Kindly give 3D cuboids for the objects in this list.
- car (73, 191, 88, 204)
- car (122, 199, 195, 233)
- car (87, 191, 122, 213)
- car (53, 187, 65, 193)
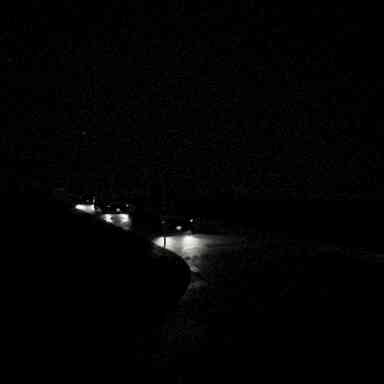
[{"bbox_3d":[-12.120,0.585,37.428,1.895,1.301,4.718,0,2,-27],"label":"car"},{"bbox_3d":[-1.801,1.169,17.533,2.033,1.411,5.357,0,2,-28],"label":"car"},{"bbox_3d":[-6.690,0.862,26.943,2.033,1.411,5.357,0,2,-28],"label":"car"},{"bbox_3d":[-33.627,-0.445,84.981,1.812,1.442,4.674,0,0,-27],"label":"car"}]
